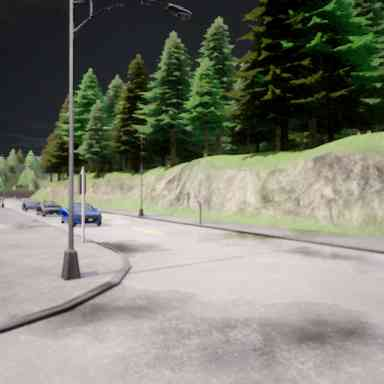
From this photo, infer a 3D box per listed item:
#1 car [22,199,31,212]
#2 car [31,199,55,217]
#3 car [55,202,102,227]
[{"bbox_3d":[-19.614,1.593,40.787,1.812,1.442,4.674,0,0,-34],"label":"car"},{"bbox_3d":[-13.845,1.604,32.222,2.033,1.411,5.357,0,0,-34],"label":"car"},{"bbox_3d":[-7.913,1.524,23.461,1.882,1.535,5.008,0,0,-34],"label":"car"}]
